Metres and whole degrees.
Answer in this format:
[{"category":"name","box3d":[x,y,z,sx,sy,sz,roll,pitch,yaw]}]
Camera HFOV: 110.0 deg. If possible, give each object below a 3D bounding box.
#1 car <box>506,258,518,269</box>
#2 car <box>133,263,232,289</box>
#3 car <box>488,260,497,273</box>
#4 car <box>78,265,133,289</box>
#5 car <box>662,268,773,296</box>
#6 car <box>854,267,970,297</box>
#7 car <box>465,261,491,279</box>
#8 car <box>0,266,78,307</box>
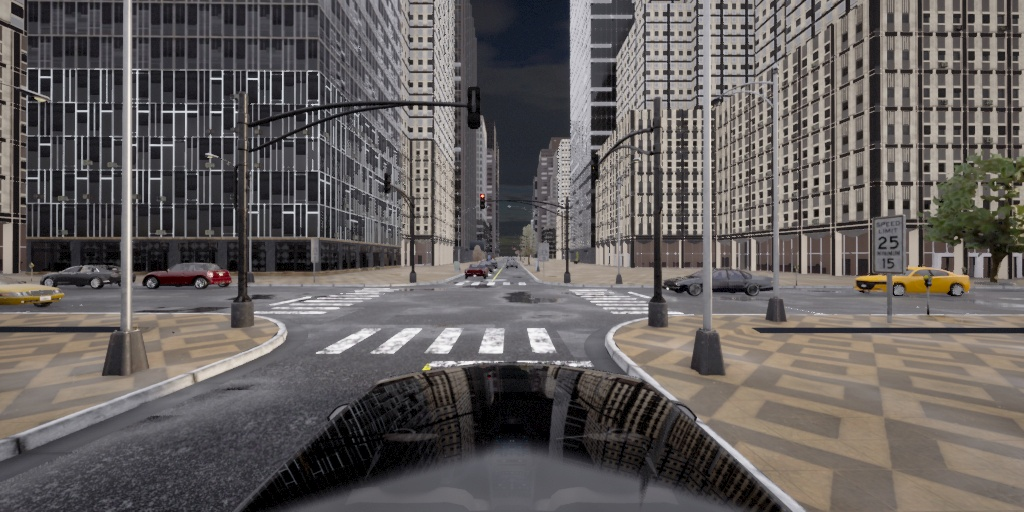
[{"category":"car","box3d":[-0.019,1.292,58.329,2.033,1.411,5.357,0,0,0]},{"category":"car","box3d":[-19.251,1.112,21.273,4.097,1.591,1.967,0,0,-1]},{"category":"car","box3d":[-3.185,1.295,43.056,2.033,1.411,5.357,0,0,0]},{"category":"car","box3d":[-24.927,1.189,21.139,4.403,1.370,2.007,0,0,-1]},{"category":"car","box3d":[10.933,1.362,19.107,5.357,1.411,2.033,0,0,-1]},{"category":"car","box3d":[21.388,1.339,19.305,5.008,1.535,1.882,0,0,-1]},{"category":"car","box3d":[-3.154,1.350,32.375,1.895,1.301,4.718,0,0,-1]},{"category":"car","box3d":[-18.922,1.165,12.639,4.829,1.417,1.751,0,0,-1]}]
